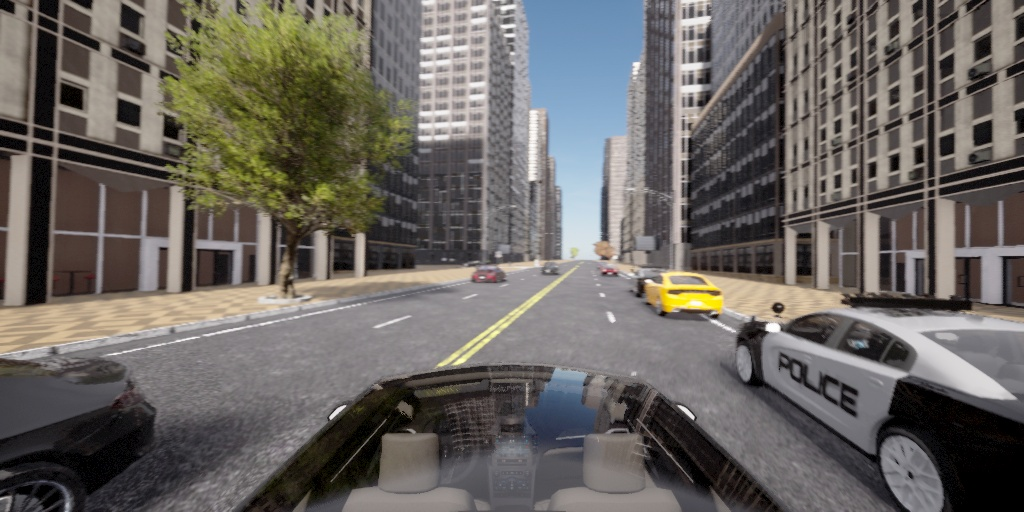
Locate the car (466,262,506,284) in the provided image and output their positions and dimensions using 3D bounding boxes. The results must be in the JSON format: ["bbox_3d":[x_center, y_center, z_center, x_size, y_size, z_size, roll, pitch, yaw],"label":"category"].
[{"bbox_3d":[-1.758,1.371,27.850,1.994,1.385,4.181,1,0,12],"label":"car"}]

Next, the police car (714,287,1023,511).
[{"bbox_3d":[4.309,1.245,4.097,1.930,1.638,5.238,1,0,12],"label":"police car"}]

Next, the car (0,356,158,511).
[{"bbox_3d":[-4.077,1.215,1.022,1.812,1.442,4.674,1,0,12],"label":"car"}]

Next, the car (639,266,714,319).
[{"bbox_3d":[6.345,1.358,13.776,1.882,1.535,5.008,1,0,12],"label":"car"}]

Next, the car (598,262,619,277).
[{"bbox_3d":[11.191,1.638,41.314,1.895,1.301,4.718,1,0,12],"label":"car"}]

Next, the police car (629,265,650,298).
[{"bbox_3d":[7.604,1.342,19.756,1.930,1.638,5.238,1,0,12],"label":"police car"}]

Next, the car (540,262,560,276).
[{"bbox_3d":[4.428,1.444,41.326,1.837,1.490,4.892,1,0,12],"label":"car"}]

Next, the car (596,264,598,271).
[{"bbox_3d":[15.037,1.702,59.822,2.033,1.411,5.357,1,0,12],"label":"car"}]
